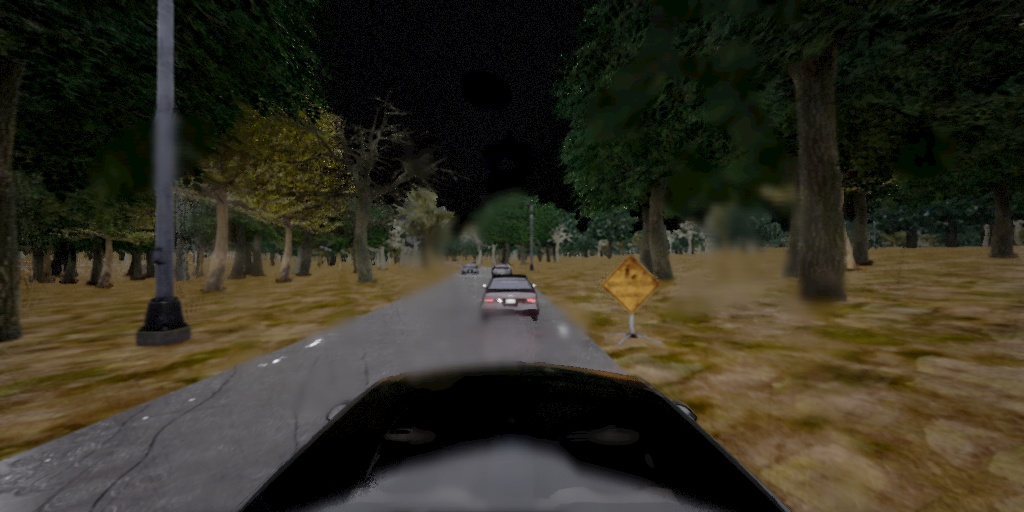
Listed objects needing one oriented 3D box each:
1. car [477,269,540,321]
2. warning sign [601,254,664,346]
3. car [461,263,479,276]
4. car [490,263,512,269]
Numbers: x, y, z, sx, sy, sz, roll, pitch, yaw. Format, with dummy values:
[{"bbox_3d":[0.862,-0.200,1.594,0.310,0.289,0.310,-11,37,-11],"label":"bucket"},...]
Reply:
[{"bbox_3d":[-0.089,1.347,12.731,2.033,1.411,5.357,0,0,-1],"label":"car"},{"bbox_3d":[2.603,0.892,7.775,1.300,1.860,1.060,0,0,-1],"label":"warning sign"},{"bbox_3d":[-4.821,1.533,41.658,1.994,1.385,4.181,0,0,-5],"label":"car"},{"bbox_3d":[-1.006,1.405,33.293,2.128,1.511,4.902,0,0,-4],"label":"car"}]
